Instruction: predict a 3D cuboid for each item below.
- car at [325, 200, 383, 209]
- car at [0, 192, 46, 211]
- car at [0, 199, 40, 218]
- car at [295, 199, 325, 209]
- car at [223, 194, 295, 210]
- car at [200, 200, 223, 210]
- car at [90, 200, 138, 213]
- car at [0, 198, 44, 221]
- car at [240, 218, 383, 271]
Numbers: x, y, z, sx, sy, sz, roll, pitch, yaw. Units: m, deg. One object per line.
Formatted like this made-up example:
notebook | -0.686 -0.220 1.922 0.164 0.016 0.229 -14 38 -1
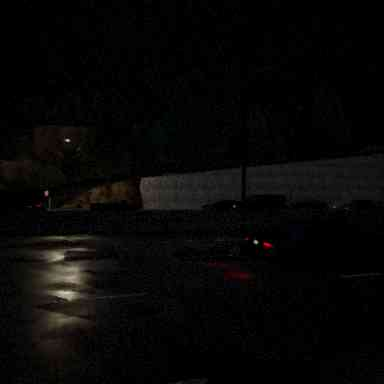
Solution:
car | 14.466 1.453 29.016 4.553 1.767 2.097 1 0 -18
car | -13.368 1.035 23.552 5.566 2.045 2.150 1 0 -18
car | -14.900 1.317 26.733 4.674 1.442 1.812 1 0 -18
car | 13.945 1.569 39.902 4.902 1.511 2.128 1 0 -18
car | 6.054 1.231 29.941 5.566 2.045 2.150 1 0 -18
car | 3.101 1.499 32.655 4.674 1.442 1.812 1 0 -18
car | -7.977 1.454 34.090 4.718 1.301 1.895 1 0 -6
car | -12.014 1.325 20.313 4.902 1.511 2.128 1 0 -18
car | 4.276 1.571 10.727 5.357 1.411 2.033 1 0 -18
